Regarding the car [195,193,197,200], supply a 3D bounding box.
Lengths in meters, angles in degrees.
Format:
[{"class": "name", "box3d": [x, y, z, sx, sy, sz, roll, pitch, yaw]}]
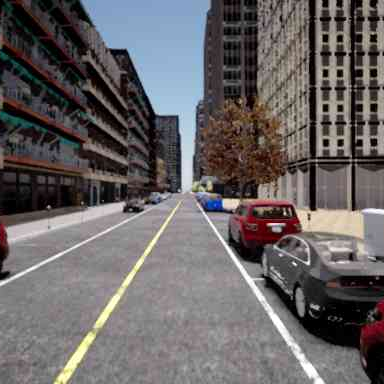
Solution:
[{"class": "car", "box3d": [1.961, 1.214, 63.508, 1.802, 1.307, 4.206, 0, 0, -1]}]

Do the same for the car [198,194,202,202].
[{"class": "car", "box3d": [2.158, 1.288, 46.520, 1.802, 1.307, 4.206, 0, 0, -1]}]

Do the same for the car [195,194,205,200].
[{"class": "car", "box3d": [1.829, 1.148, 74.833, 2.008, 1.369, 4.403, 0, 0, -1]}]

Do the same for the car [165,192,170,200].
[{"class": "car", "box3d": [-6.548, 1.171, 74.566, 1.752, 1.417, 4.829, 0, 0, -1]}]

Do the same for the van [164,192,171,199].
[{"class": "van", "box3d": [-6.748, 0.941, 91.727, 1.690, 1.788, 3.998, 0, 0, -1]}]

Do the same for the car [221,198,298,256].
[{"class": "car", "box3d": [2.552, 1.212, 12.541, 2.192, 1.841, 5.009, 0, 0, -1]}]

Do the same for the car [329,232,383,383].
[{"class": "car", "box3d": [2.684, 1.290, 1.217, 2.192, 1.841, 5.009, 0, 0, -1]}]

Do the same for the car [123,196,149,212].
[{"class": "car", "box3d": [-6.090, 1.379, 35.098, 1.947, 1.339, 4.313, 0, 0, -1]}]

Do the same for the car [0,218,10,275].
[{"class": "car", "box3d": [-5.761, 1.298, 6.783, 2.192, 1.841, 5.009, 0, 0, -1]}]

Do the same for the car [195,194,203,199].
[{"class": "car", "box3d": [1.699, 1.112, 86.160, 1.887, 1.381, 4.507, 0, 0, -1]}]

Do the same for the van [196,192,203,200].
[{"class": "van", "box3d": [1.763, 0.923, 80.496, 1.690, 1.788, 3.998, 0, 0, -1]}]

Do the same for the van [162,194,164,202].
[{"class": "van", "box3d": [-6.353, 1.042, 57.749, 1.690, 1.788, 3.998, 0, 0, -1]}]

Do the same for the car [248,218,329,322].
[{"class": "car", "box3d": [2.619, 1.486, 6.881, 2.008, 1.369, 4.403, 0, 0, -1]}]

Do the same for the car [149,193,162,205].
[{"class": "car", "box3d": [-6.287, 1.292, 52.086, 1.947, 1.339, 4.313, 0, 0, -1]}]

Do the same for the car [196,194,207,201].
[{"class": "car", "box3d": [1.895, 1.165, 69.170, 2.008, 1.369, 4.403, 0, 0, -1]}]

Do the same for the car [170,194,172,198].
[{"class": "car", "box3d": [-6.616, 1.181, 80.400, 2.008, 1.369, 4.403, 0, 0, -1]}]

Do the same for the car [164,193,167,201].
[{"class": "car", "box3d": [-6.419, 1.231, 63.411, 2.008, 1.369, 4.403, 0, 0, -1]}]

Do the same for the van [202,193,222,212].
[{"class": "van", "box3d": [2.289, 1.107, 35.194, 1.690, 1.788, 3.998, 0, 0, -1]}]

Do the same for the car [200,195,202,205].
[{"class": "car", "box3d": [2.224, 1.317, 40.859, 1.802, 1.307, 4.206, 0, 0, -1]}]

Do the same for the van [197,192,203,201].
[{"class": "van", "box3d": [2.092, 1.019, 52.182, 1.690, 1.788, 3.998, 0, 0, -1]}]
